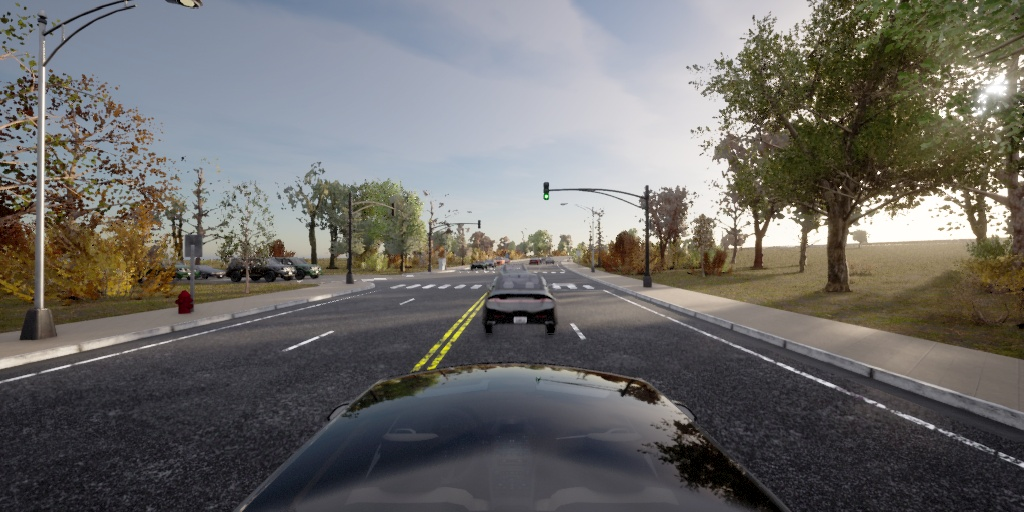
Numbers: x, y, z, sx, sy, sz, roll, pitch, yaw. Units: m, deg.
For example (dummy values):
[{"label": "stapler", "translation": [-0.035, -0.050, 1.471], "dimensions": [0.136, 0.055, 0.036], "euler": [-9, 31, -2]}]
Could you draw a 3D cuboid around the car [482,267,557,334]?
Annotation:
[{"label": "car", "translation": [0.214, 1.243, 10.609], "dimensions": [2.128, 1.511, 4.902], "euler": [0, 0, 1]}]

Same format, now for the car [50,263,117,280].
[{"label": "car", "translation": [-40.514, 1.459, 33.712], "dimensions": [4.553, 1.767, 2.097], "euler": [-1, -1, 10]}]

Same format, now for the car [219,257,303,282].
[{"label": "car", "translation": [-21.116, 1.126, 30.237], "dimensions": [5.566, 2.045, 2.150], "euler": [-1, -1, 10]}]

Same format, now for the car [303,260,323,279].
[{"label": "car", "translation": [-20.631, 1.154, 33.452], "dimensions": [5.566, 2.045, 2.150], "euler": [-1, -1, 10]}]

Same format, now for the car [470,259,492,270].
[{"label": "car", "translation": [-4.485, 1.306, 49.824], "dimensions": [1.895, 1.301, 4.718], "euler": [0, 0, 6]}]

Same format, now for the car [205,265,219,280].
[{"label": "car", "translation": [-30.831, 1.588, 35.274], "dimensions": [5.357, 1.411, 2.033], "euler": [-1, -1, 10]}]

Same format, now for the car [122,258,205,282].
[{"label": "car", "translation": [-31.026, 1.231, 32.009], "dimensions": [5.566, 2.045, 2.150], "euler": [-1, -1, 10]}]

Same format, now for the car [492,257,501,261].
[{"label": "car", "translation": [-3.618, 1.233, 59.462], "dimensions": [2.033, 1.411, 5.357], "euler": [0, 0, 5]}]

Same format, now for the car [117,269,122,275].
[{"label": "car", "translation": [-42.990, 1.712, 37.460], "dimensions": [5.357, 1.411, 2.033], "euler": [-1, -1, 10]}]

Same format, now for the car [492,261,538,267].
[{"label": "car", "translation": [0.043, 1.237, 21.426], "dimensions": [2.128, 1.511, 4.902], "euler": [0, 0, -4]}]
